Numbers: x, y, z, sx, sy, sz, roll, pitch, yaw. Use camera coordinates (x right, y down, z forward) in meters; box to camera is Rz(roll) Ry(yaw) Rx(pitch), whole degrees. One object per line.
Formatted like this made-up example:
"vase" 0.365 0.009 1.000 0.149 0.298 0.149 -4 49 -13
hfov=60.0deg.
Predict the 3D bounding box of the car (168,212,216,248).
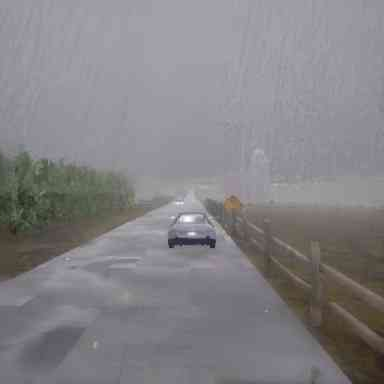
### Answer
"car" 0.000 1.563 14.651 1.994 1.385 4.181 0 0 0

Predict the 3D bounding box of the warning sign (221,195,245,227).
"warning sign" 2.461 1.101 20.049 1.300 1.860 1.060 1 1 0

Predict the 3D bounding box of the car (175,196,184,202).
"car" -2.750 1.584 76.054 2.128 1.511 4.902 0 0 0
